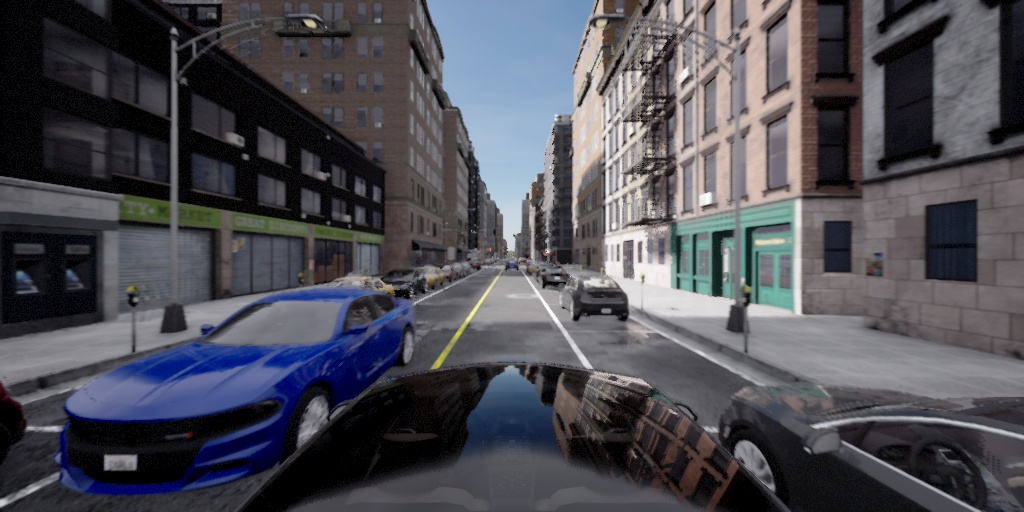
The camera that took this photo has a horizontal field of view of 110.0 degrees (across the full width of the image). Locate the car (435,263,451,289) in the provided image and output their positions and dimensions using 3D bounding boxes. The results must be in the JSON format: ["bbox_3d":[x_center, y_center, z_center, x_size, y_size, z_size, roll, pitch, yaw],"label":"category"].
[{"bbox_3d":[-5.383,1.278,22.886,1.751,1.417,4.829,0,0,0],"label":"car"}]

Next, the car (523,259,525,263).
[{"bbox_3d":[2.646,1.328,44.697,1.802,1.307,4.207,0,0,0],"label":"car"}]

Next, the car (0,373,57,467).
[{"bbox_3d":[-5.388,1.190,1.405,1.967,1.591,4.097,0,0,0],"label":"car"}]

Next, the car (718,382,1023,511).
[{"bbox_3d":[2.638,1.300,1.395,2.007,1.370,4.403,0,0,0],"label":"car"}]

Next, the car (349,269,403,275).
[{"bbox_3d":[-5.385,1.277,12.061,1.751,1.417,4.829,0,0,0],"label":"car"}]

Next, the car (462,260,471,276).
[{"bbox_3d":[-5.381,1.302,33.882,2.007,1.370,4.403,0,0,0],"label":"car"}]

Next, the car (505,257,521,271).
[{"bbox_3d":[0.028,1.269,50.419,1.812,1.442,4.674,0,0,1],"label":"car"}]

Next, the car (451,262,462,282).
[{"bbox_3d":[-5.382,1.335,28.469,1.802,1.307,4.207,0,0,0],"label":"car"}]

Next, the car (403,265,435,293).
[{"bbox_3d":[-5.384,1.318,17.643,1.948,1.339,4.313,0,0,0],"label":"car"}]

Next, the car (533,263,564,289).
[{"bbox_3d":[2.642,1.318,23.045,1.948,1.339,4.313,0,0,0],"label":"car"}]

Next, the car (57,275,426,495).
[{"bbox_3d":[-2.832,1.228,5.101,1.882,1.535,5.008,0,0,0],"label":"car"}]

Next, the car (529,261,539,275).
[{"bbox_3d":[2.643,1.318,28.458,1.948,1.339,4.313,0,0,0],"label":"car"}]

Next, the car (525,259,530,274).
[{"bbox_3d":[2.645,1.274,39.454,1.751,1.417,4.829,0,0,0],"label":"car"}]

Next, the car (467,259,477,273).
[{"bbox_3d":[-5.380,1.300,39.295,2.007,1.370,4.403,0,0,0],"label":"car"}]

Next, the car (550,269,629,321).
[{"bbox_3d":[2.640,1.302,12.220,2.007,1.370,4.403,0,0,0],"label":"car"}]

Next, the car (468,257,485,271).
[{"bbox_3d":[-5.378,1.058,50.120,2.192,1.841,5.009,0,0,0],"label":"car"}]
